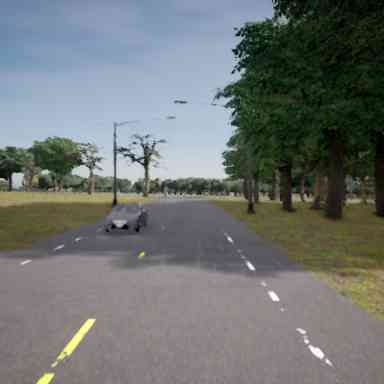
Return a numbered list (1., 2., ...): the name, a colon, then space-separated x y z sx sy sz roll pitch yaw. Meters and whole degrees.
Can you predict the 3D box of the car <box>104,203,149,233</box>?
1. car: -3.600 1.386 18.990 2.128 1.511 4.902 0 1 0
